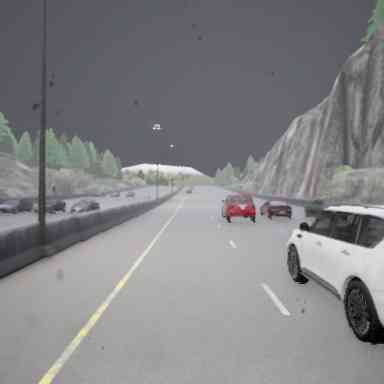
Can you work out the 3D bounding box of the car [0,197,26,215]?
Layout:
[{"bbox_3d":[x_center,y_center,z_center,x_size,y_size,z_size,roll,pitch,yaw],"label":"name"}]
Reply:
[{"bbox_3d":[-17.569,1.472,33.207,2.033,1.411,5.357,0,0,0],"label":"car"}]

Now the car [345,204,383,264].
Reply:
[{"bbox_3d":[7.101,1.371,10.899,2.097,1.767,4.553,0,0,0],"label":"car"}]

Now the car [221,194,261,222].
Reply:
[{"bbox_3d":[3.618,1.196,26.326,2.150,2.045,5.566,0,0,0],"label":"car"}]

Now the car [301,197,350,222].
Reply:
[{"bbox_3d":[10.616,1.322,26.873,2.097,1.767,4.553,0,0,0],"label":"car"}]

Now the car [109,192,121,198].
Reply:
[{"bbox_3d":[-17.436,0.637,75.630,1.812,1.442,4.674,0,1,0],"label":"car"}]

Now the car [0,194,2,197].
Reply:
[{"bbox_3d":[-21.067,1.147,33.148,2.150,2.045,5.566,0,0,0],"label":"car"}]

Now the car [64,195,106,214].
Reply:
[{"bbox_3d":[-10.567,1.417,33.191,2.128,1.511,4.902,0,0,0],"label":"car"}]

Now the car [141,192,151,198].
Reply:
[{"bbox_3d":[-10.436,0.637,75.625,1.812,1.442,4.674,0,1,0],"label":"car"}]

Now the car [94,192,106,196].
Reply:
[{"bbox_3d":[-20.936,0.653,75.634,2.033,1.411,5.357,0,1,0],"label":"car"}]

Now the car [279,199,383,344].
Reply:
[{"bbox_3d":[3.586,1.241,6.588,2.150,2.045,5.566,0,0,0],"label":"car"}]

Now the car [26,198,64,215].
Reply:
[{"bbox_3d":[-14.066,1.417,33.190,2.128,1.511,4.902,0,0,0],"label":"car"}]

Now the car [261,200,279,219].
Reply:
[{"bbox_3d":[7.120,1.437,28.723,1.882,1.535,5.008,0,0,0],"label":"car"}]

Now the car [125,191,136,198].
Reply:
[{"bbox_3d":[-13.936,0.613,75.627,1.837,1.490,4.892,0,1,0],"label":"car"}]
